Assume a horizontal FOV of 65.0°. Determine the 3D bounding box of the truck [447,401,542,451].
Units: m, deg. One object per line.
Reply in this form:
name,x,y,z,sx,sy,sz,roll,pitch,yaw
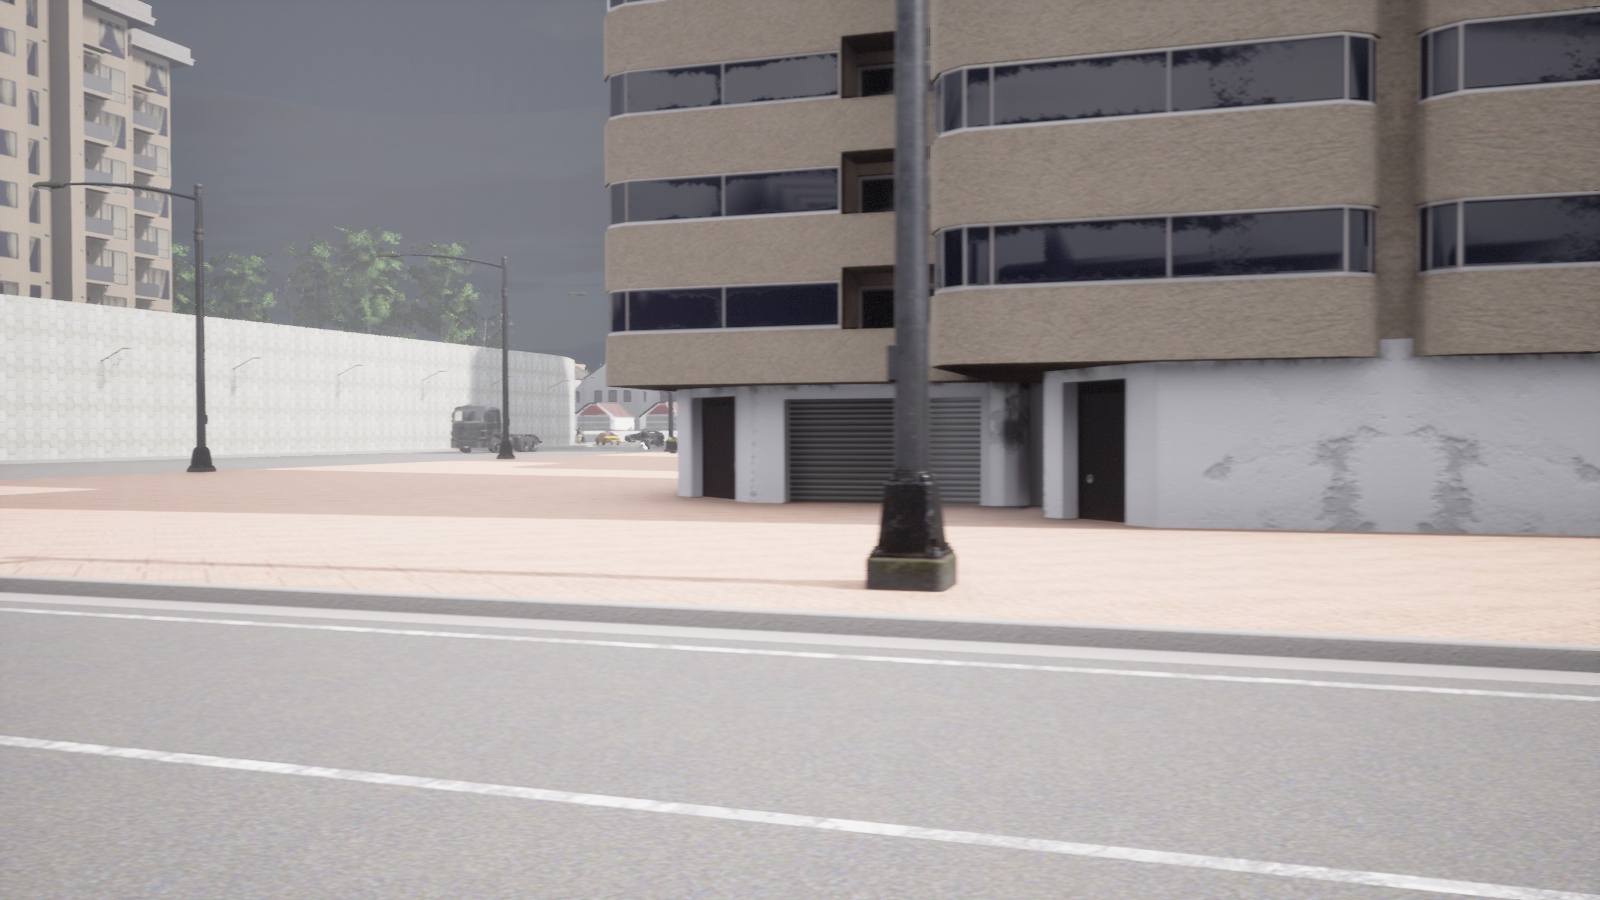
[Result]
truck,-22.071,-1.701,91.345,2.891,3.462,7.936,1,1,19
